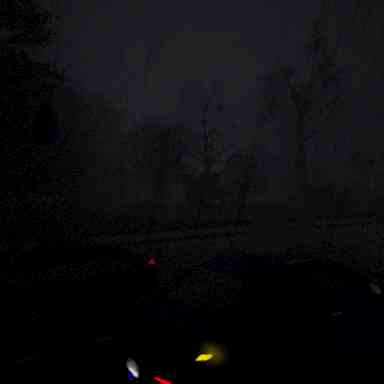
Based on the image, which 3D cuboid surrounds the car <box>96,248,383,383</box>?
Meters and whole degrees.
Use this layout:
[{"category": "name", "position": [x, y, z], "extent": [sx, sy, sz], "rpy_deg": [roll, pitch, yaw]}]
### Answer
[{"category": "car", "position": [1.322, 1.519, 4.540], "extent": [4.674, 1.442, 1.812], "rpy_deg": [0, 0, -34]}]

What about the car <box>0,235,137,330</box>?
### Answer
[{"category": "car", "position": [-2.742, 1.552, 6.238], "extent": [4.181, 1.385, 1.994], "rpy_deg": [0, 0, -35]}]
